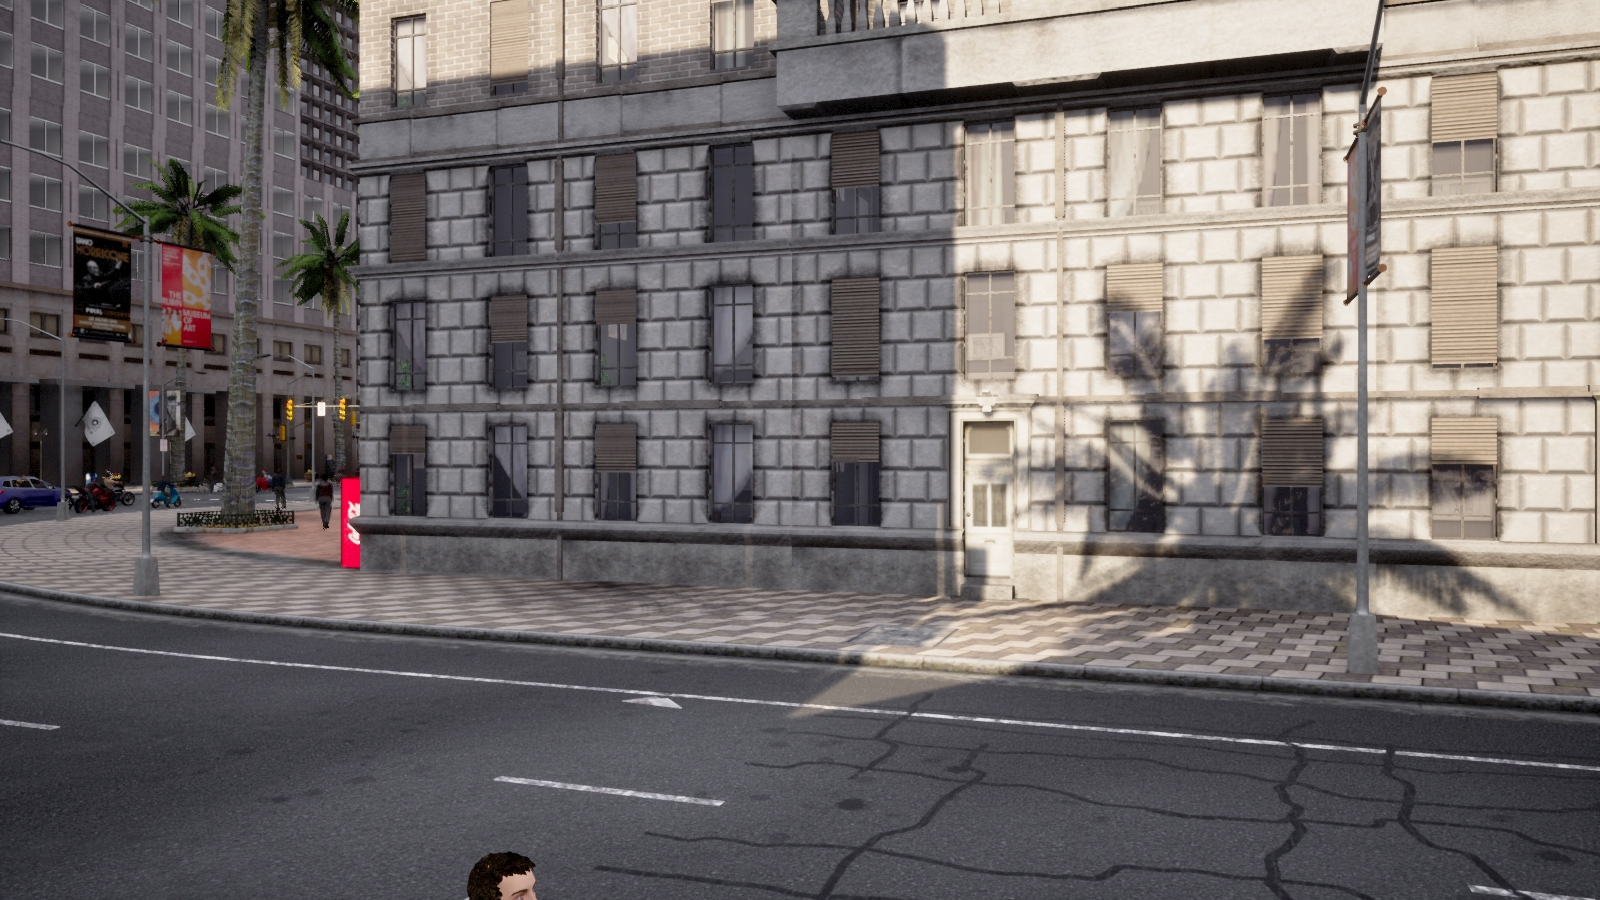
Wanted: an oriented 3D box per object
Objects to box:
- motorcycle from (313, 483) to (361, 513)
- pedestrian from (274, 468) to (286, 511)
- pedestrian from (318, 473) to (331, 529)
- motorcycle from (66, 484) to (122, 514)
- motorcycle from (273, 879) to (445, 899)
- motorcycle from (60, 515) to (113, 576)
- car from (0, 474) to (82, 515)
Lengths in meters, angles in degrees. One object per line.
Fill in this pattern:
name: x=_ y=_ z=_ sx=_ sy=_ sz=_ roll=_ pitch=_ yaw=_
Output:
motorcycle: x=-21.134 y=2.170 z=52.239 sx=0.764 sy=1.277 sz=2.356 roll=0 pitch=0 yaw=16
pedestrian: x=-22.484 y=1.696 z=49.425 sx=0.375 sy=1.860 sz=0.375 roll=0 pitch=0 yaw=-2
pedestrian: x=-15.805 y=1.696 z=38.007 sx=0.375 sy=1.860 sz=0.375 roll=0 pitch=0 yaw=-20
motorcycle: x=-31.753 y=2.205 z=51.429 sx=0.867 sy=1.251 sz=2.209 roll=0 pitch=0 yaw=10
motorcycle: x=-1.030 y=2.213 z=3.640 sx=2.033 sy=1.145 sz=0.803 roll=0 pitch=0 yaw=20
motorcycle: x=-16.435 y=2.182 z=26.346 sx=0.856 sy=1.236 sz=1.805 roll=0 pitch=0 yaw=-27
car: x=-35.215 y=1.968 z=51.598 sx=2.242 sy=1.667 sz=4.611 roll=0 pitch=0 yaw=9
